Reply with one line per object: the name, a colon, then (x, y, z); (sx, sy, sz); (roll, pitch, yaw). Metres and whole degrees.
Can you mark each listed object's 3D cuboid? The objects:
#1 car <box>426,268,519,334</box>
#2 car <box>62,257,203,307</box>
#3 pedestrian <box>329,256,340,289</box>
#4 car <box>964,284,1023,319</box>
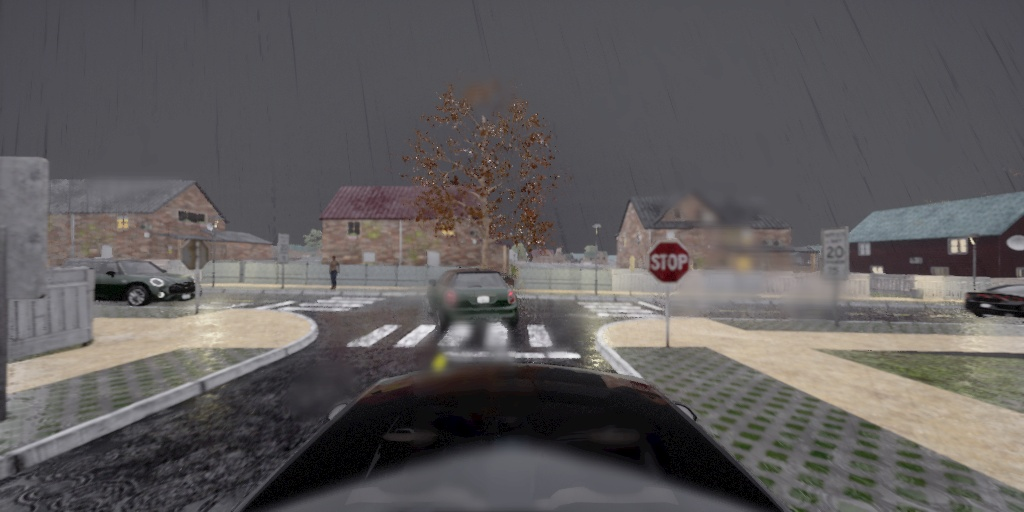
car: (-1.399, 1.156, 11.219); (2.097, 1.767, 4.553); (0, -1, -18)
car: (-14.576, 0.913, 13.613); (4.553, 1.767, 2.097); (1, -1, 0)
pedestrian: (-9.691, 0.872, 19.501); (0.375, 1.860, 0.375); (0, -2, 0)
car: (20.679, 1.814, 13.802); (5.008, 1.535, 1.882); (1, -1, 0)
